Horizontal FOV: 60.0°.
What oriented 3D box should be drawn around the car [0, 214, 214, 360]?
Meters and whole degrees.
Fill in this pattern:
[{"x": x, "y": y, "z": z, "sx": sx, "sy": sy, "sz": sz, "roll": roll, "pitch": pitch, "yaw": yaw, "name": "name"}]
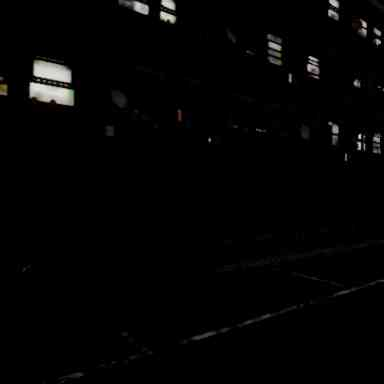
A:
[{"x": -1.930, "y": 1.320, "z": 5.178, "sx": 5.009, "sy": 1.841, "sz": 2.192, "roll": 0, "pitch": 0, "yaw": -35, "name": "car"}]
